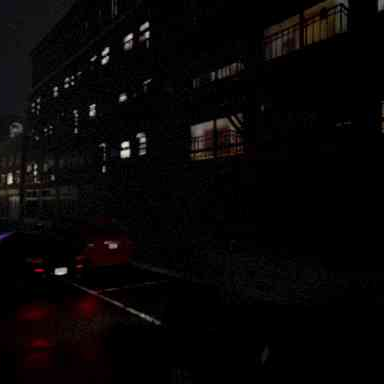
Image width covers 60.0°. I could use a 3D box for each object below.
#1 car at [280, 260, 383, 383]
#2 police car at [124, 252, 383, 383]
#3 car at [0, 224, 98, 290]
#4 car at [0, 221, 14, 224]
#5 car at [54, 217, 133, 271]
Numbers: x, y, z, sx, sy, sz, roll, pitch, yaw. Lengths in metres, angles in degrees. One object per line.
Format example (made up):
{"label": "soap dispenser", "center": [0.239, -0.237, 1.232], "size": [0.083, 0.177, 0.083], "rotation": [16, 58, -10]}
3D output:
{"label": "car", "center": [3.469, 1.818, 3.730], "size": [2.008, 1.369, 4.403], "rotation": [4, -4, -42]}
{"label": "police car", "center": [1.627, 1.614, 2.895], "size": [1.930, 1.638, 5.238], "rotation": [3, -4, -42]}
{"label": "car", "center": [-4.918, 1.927, 10.302], "size": [1.812, 1.442, 4.674], "rotation": [4, -4, -42]}
{"label": "car", "center": [-8.877, 2.008, 14.817], "size": [1.882, 1.535, 5.008], "rotation": [4, -4, -42]}
{"label": "car", "center": [-4.051, 1.821, 12.132], "size": [2.192, 1.841, 5.009], "rotation": [4, -4, -42]}
